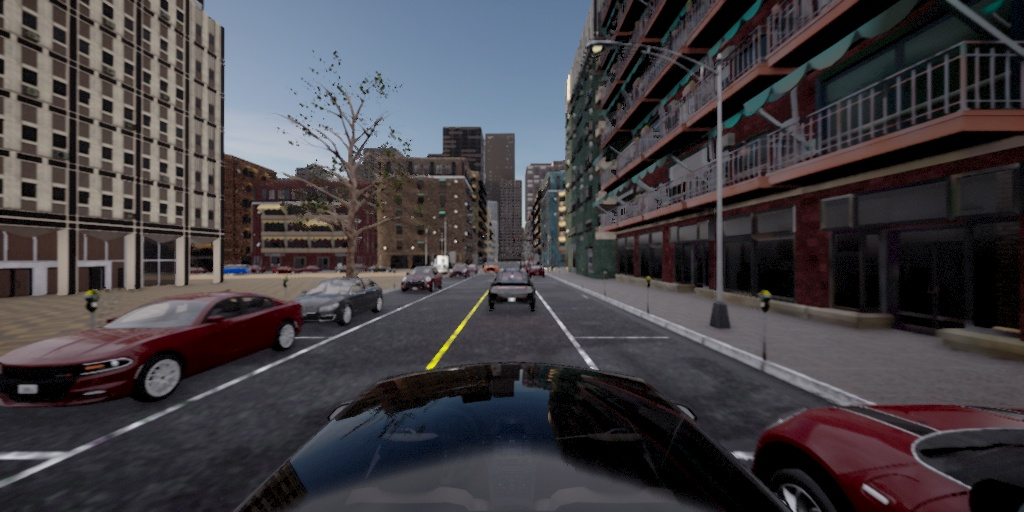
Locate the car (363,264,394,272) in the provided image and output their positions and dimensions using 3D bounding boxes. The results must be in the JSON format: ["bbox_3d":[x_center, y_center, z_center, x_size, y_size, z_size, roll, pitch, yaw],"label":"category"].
[{"bbox_3d":[-22.414,2.255,61.438,4.403,1.370,2.007,0,0,0],"label":"car"}]

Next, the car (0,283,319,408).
[{"bbox_3d":[-5.694,1.342,6.461,1.888,1.381,4.507,0,0,0],"label":"car"}]

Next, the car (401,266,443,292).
[{"bbox_3d":[-5.700,1.404,23.043,1.967,1.591,4.097,0,0,0],"label":"car"}]

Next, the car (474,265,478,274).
[{"bbox_3d":[-5.709,1.835,50.679,1.802,1.307,4.207,0,0,0],"label":"car"}]

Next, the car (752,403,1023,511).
[{"bbox_3d":[2.689,1.182,0.936,1.967,1.591,4.097,0,0,0],"label":"car"}]

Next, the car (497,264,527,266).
[{"bbox_3d":[0.011,1.605,30.427,1.994,1.385,4.181,0,-1,1],"label":"car"}]

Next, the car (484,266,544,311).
[{"bbox_3d":[0.016,1.379,15.352,2.128,1.511,4.902,0,0,0],"label":"car"}]

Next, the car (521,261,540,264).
[{"bbox_3d":[2.674,1.510,45.154,2.192,1.841,5.009,0,0,0],"label":"car"}]

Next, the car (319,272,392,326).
[{"bbox_3d":[-5.696,1.403,11.988,2.007,1.370,4.403,0,0,0],"label":"car"}]

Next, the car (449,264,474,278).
[{"bbox_3d":[-5.705,1.576,39.624,1.967,1.591,4.097,0,0,0],"label":"car"}]

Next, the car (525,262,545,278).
[{"bbox_3d":[2.676,1.682,39.626,1.888,1.381,4.507,0,0,0],"label":"car"}]

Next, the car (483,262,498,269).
[{"bbox_3d":[-3.037,1.634,53.465,2.097,1.767,4.553,0,0,0],"label":"car"}]
